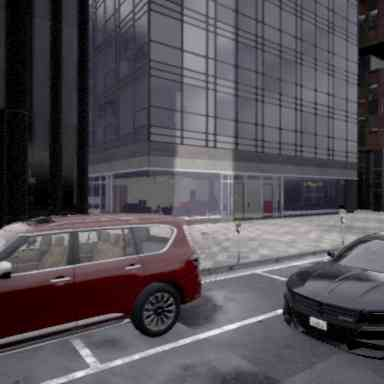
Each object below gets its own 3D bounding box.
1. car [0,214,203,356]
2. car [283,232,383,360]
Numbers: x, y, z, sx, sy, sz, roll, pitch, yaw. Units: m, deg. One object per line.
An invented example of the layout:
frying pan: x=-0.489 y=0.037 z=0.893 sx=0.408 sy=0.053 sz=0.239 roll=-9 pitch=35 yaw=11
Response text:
car: x=-2.137 y=1.318 z=5.121 sx=5.009 sy=1.841 sz=2.192 roll=0 pitch=0 yaw=-36
car: x=3.721 y=1.494 z=5.908 sx=5.008 sy=1.535 sz=1.882 roll=0 pitch=0 yaw=-35
